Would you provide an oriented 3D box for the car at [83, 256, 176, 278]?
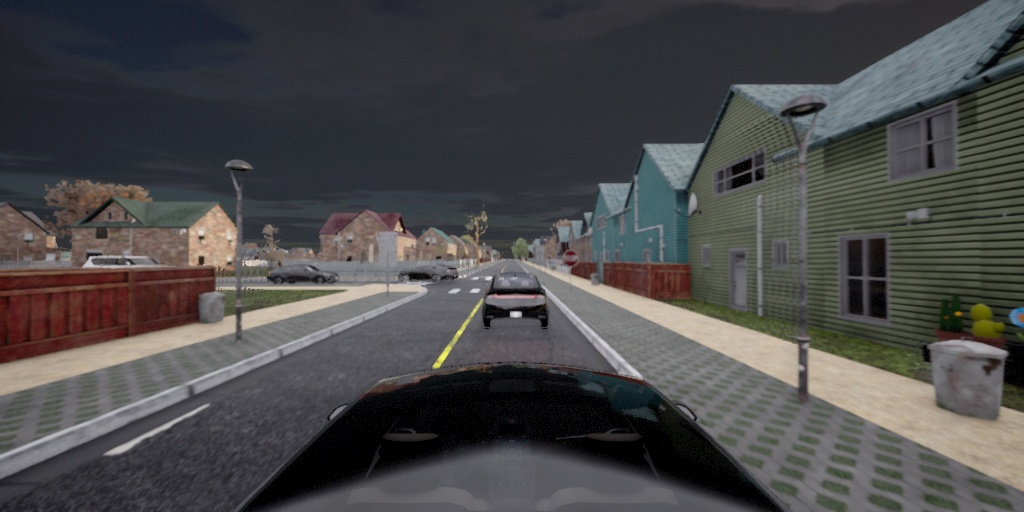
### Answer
[{"bbox_3d":[-26.793,1.004,25.328,5.566,2.045,2.150,0,-1,0],"label":"car"}]

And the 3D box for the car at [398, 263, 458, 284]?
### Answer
[{"bbox_3d":[-6.566,1.309,27.830,4.902,1.511,2.128,0,-2,22],"label":"car"}]

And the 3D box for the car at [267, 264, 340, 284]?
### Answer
[{"bbox_3d":[-14.728,1.311,25.409,4.674,1.442,1.812,0,-1,0],"label":"car"}]

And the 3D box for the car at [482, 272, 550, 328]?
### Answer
[{"bbox_3d":[0.100,1.263,11.459,2.128,1.511,4.902,0,0,0],"label":"car"}]

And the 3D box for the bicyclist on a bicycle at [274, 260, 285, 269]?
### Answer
[{"bbox_3d":[-20.211,1.162,31.230,0.582,1.620,1.656,0,0,0],"label":"bicyclist on a bicycle"}]
